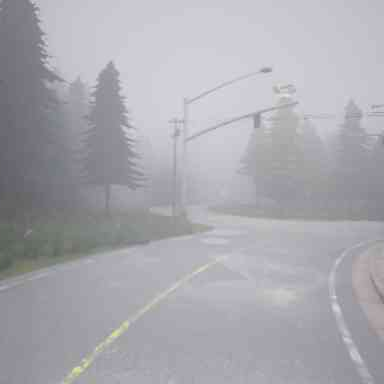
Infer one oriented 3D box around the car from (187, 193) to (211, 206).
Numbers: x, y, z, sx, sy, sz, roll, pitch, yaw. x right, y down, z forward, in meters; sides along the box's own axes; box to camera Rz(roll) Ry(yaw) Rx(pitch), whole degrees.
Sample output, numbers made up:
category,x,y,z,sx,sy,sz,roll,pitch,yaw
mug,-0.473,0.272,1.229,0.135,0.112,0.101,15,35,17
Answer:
category,x,y,z,sx,sy,sz,roll,pitch,yaw
car,1.254,1.219,56.683,2.150,2.045,5.566,1,0,29
